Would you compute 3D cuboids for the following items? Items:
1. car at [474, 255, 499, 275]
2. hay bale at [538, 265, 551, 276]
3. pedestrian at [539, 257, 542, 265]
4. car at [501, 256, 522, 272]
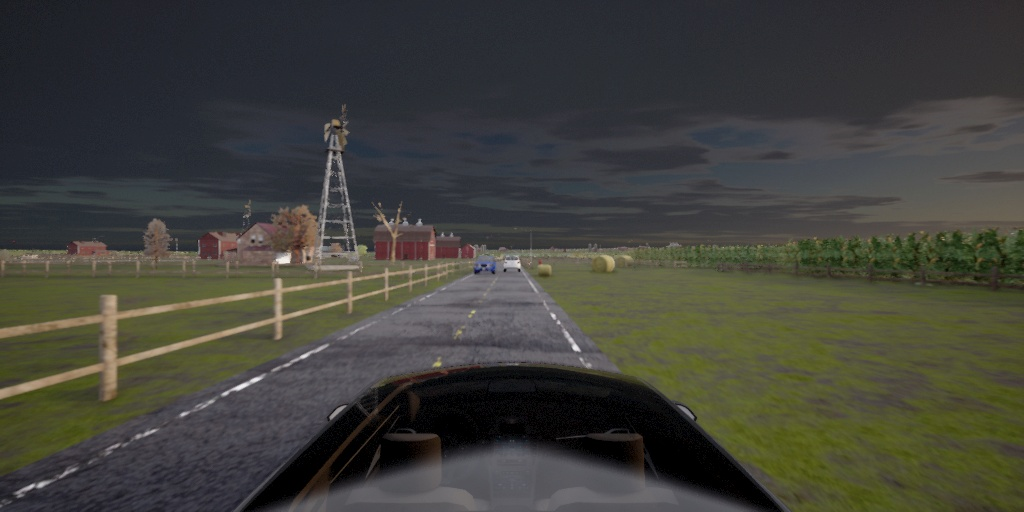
[{"bbox_3d":[-2.830,0.951,38.802,2.150,2.045,5.566,0,0,0],"label":"car"},{"bbox_3d":[3.133,1.384,35.018,1.220,1.180,1.240,0,0,0],"label":"hay bale"},{"bbox_3d":[2.833,1.027,36.120,0.375,1.860,0.375,-1,1,4],"label":"pedestrian"},{"bbox_3d":[0.044,0.952,46.602,2.150,2.045,5.566,0,0,1],"label":"car"}]
